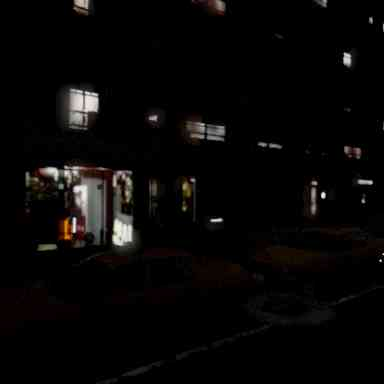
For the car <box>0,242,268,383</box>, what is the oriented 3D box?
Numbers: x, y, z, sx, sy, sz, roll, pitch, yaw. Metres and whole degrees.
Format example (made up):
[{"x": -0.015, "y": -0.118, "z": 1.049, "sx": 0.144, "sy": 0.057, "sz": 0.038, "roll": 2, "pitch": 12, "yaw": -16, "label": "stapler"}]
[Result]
[{"x": -1.170, "y": 1.517, "z": 5.239, "sx": 4.829, "sy": 1.417, "sz": 1.752, "roll": 0, "pitch": 1, "yaw": -35, "label": "car"}]

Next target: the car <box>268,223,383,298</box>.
[{"x": 3.366, "y": 1.496, "z": 8.461, "sx": 4.829, "sy": 1.417, "sz": 1.752, "roll": 0, "pitch": 1, "yaw": -35, "label": "car"}]
